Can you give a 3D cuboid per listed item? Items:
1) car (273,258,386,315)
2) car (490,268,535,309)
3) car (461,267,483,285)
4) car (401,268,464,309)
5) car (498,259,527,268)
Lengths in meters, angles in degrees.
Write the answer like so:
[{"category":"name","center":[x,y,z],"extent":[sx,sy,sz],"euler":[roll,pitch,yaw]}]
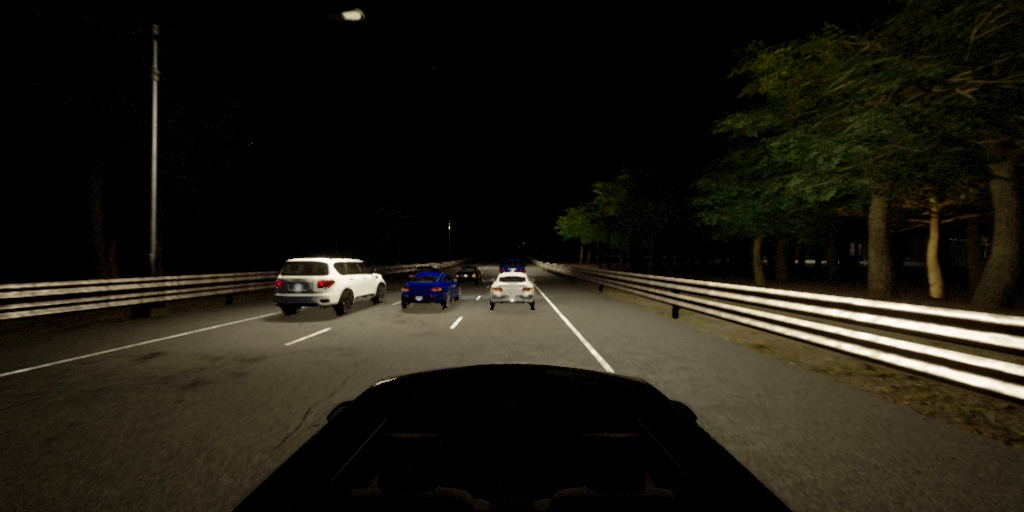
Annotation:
[{"category":"car","center":[-6.982,1.108,14.414],"extent":[2.150,2.045,5.566],"euler":[0,0,0]},{"category":"car","center":[0.035,1.423,15.765],"extent":[1.812,1.442,4.674],"euler":[0,0,1]},{"category":"car","center":[-3.474,1.568,29.358],"extent":[2.033,1.411,5.357],"euler":[0,0,0]},{"category":"car","center":[-3.464,1.423,15.764],"extent":[1.812,1.442,4.674],"euler":[0,0,1]},{"category":"car","center":[0.028,1.246,29.412],"extent":[2.150,2.045,5.566],"euler":[0,0,0]}]
